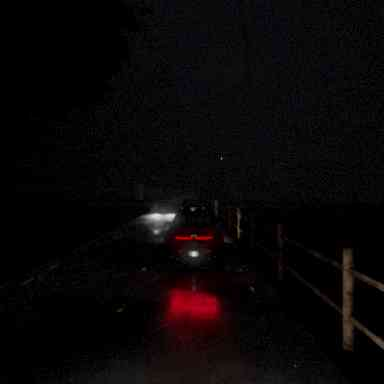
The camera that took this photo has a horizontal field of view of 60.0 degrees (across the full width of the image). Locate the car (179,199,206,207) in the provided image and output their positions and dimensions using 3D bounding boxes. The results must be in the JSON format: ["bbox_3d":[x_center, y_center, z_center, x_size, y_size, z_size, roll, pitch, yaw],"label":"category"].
[{"bbox_3d":[0.061,1.295,26.359,2.097,1.767,4.553,0,0,0],"label":"car"}]

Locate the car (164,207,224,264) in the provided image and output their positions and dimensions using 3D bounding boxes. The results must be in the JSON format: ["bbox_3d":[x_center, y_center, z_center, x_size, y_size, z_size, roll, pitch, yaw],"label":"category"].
[{"bbox_3d":[0.067,1.485,11.770,1.837,1.490,4.892,0,0,0],"label":"car"}]

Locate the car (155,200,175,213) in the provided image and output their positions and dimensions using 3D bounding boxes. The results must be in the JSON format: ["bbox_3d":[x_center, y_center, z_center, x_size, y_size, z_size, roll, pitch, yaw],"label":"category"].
[{"bbox_3d":[-2.817,1.513,35.698,1.895,1.301,4.718,0,0,0],"label":"car"}]
